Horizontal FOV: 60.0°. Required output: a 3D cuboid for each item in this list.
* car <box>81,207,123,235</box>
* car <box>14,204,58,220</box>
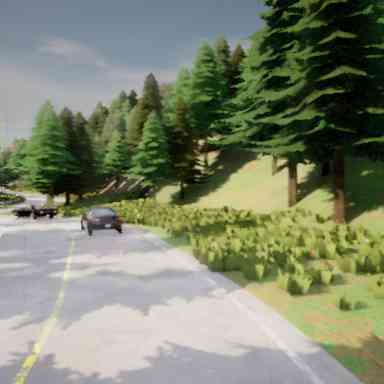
[{"bbox_3d":[-5.315,1.590,19.388,1.812,1.442,4.674,-1,0,-25],"label":"car"},{"bbox_3d":[-14.193,1.775,30.070,4.718,1.301,1.895,-1,0,37],"label":"car"}]
